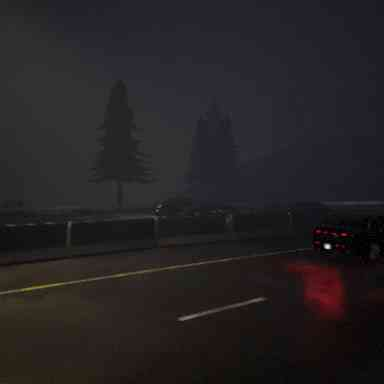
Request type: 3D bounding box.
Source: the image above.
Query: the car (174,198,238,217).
[{"bbox_3d":[1.460,1.472,29.427,5.357,1.411,2.033,0,0,-29],"label":"car"}]

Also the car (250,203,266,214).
[{"bbox_3d":[6.995,1.489,28.396,4.181,1.385,1.994,0,0,-27],"label":"car"}]

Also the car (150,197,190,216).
[{"bbox_3d":[-1.712,1.272,31.603,4.553,1.767,2.097,0,0,-29],"label":"car"}]

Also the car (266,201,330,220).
[{"bbox_3d":[8.300,1.437,25.142,4.892,1.490,1.837,0,0,-28],"label":"car"}]

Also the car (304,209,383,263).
[{"bbox_3d":[6.379,1.472,11.828,4.892,1.490,1.837,0,0,-31],"label":"car"}]
